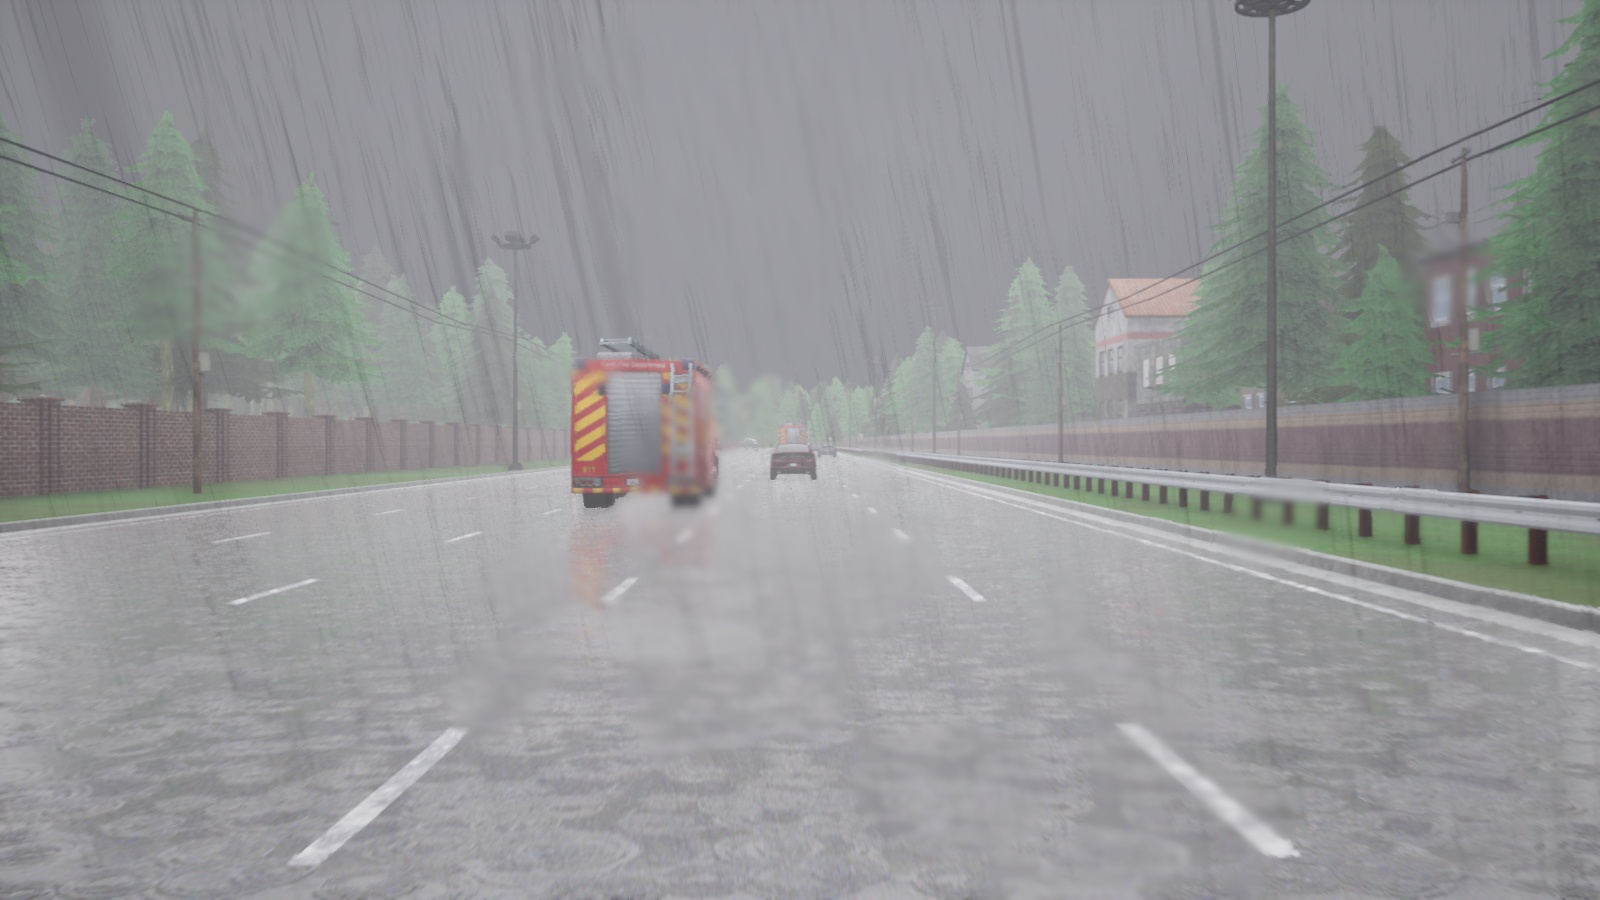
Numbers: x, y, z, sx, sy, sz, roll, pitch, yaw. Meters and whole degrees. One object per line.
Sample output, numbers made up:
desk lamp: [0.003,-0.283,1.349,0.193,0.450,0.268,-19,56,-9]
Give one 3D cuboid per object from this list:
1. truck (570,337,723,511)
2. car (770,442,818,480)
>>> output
truck: [-3.646,-0.601,31.940,2.891,3.827,8.468,0,0,0]
car: [-0.253,0.428,52.595,1.882,1.535,5.008,0,0,0]
